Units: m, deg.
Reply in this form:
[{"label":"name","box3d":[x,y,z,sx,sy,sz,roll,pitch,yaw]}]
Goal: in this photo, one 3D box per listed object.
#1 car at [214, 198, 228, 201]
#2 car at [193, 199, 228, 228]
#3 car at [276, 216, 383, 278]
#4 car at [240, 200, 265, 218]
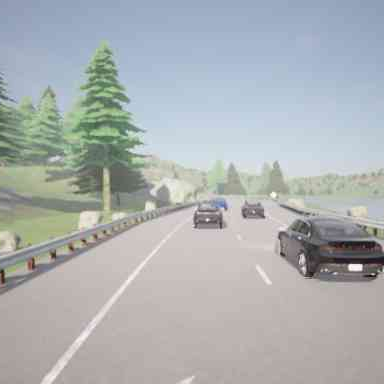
[{"label":"car","box3d":[3.435,1.454,41.565,1.882,1.535,5.008,0,0,9]},{"label":"car","box3d":[1.143,1.478,22.320,2.128,1.511,4.902,0,0,5]},{"label":"car","box3d":[3.883,1.503,10.137,1.837,1.490,4.892,0,0,2]},{"label":"car","box3d":[5.428,1.479,30.087,2.128,1.511,4.902,0,0,6]}]
